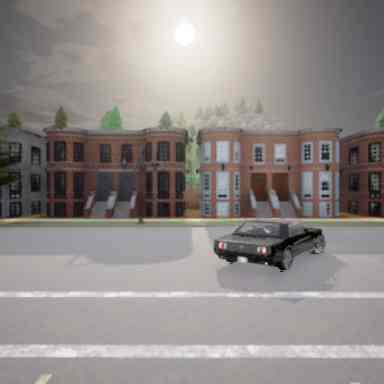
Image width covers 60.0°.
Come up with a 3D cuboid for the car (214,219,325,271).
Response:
[{"bbox_3d":[2.735,1.525,10.790,1.895,1.301,4.718,0,1,37],"label":"car"}]
